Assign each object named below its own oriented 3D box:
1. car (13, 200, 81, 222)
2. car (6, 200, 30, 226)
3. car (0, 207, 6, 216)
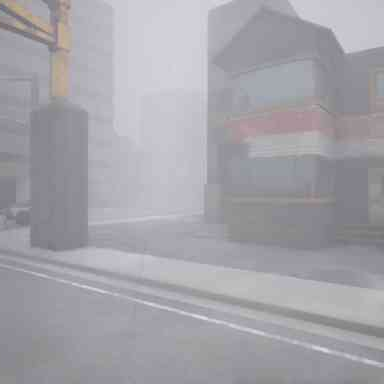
[{"bbox_3d":[-9.753,1.240,22.816,1.853,1.218,4.536,0,0,15],"label":"car"},{"bbox_3d":[-9.766,1.398,22.767,2.038,1.542,4.974,0,0,15],"label":"car"},{"bbox_3d":[-12.924,1.234,25.466,4.536,1.218,1.853,0,0,-30],"label":"car"}]
